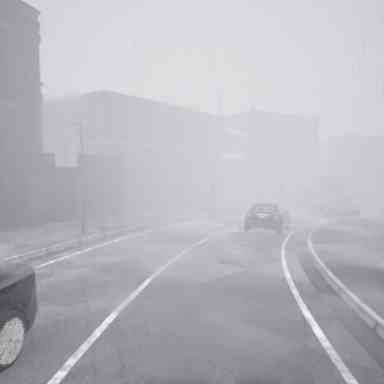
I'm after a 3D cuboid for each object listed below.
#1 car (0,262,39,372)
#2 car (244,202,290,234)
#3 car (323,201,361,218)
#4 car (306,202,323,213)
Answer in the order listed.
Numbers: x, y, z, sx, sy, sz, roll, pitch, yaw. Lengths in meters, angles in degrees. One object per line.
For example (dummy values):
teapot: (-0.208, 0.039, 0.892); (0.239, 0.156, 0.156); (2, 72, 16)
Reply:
car: (-3.306, 1.446, 2.809); (1.882, 1.535, 5.008); (0, 0, 5)
car: (4.714, 1.414, 20.300); (2.097, 1.767, 4.553); (3, 1, 23)
car: (16.806, 1.796, 36.629); (4.553, 1.767, 2.097); (2, 2, -43)
car: (16.124, 1.866, 40.959); (4.718, 1.301, 1.895); (2, 2, -38)
